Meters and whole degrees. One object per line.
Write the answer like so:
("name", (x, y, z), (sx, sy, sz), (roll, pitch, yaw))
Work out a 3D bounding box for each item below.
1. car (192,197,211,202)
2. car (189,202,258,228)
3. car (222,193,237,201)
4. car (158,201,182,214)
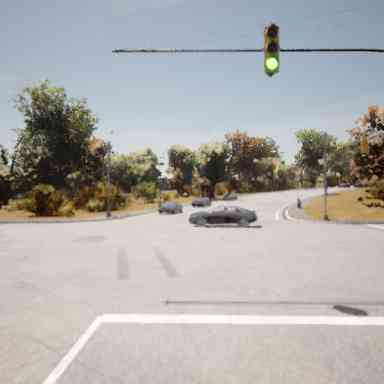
("car", (1.472, 1.540, 52.048), (1.882, 1.535, 5.008), (0, 2, 21))
("car", (2.217, 1.717, 23.812), (4.902, 1.511, 2.128), (0, -1, 2))
("car", (7.568, 0.936, 65.674), (1.812, 1.442, 4.674), (0, 3, 27))
("car", (-2.475, 1.829, 39.719), (1.812, 1.442, 4.674), (0, 0, 15))
